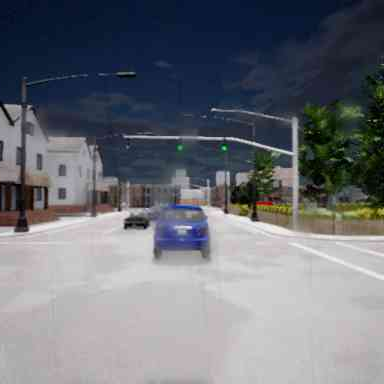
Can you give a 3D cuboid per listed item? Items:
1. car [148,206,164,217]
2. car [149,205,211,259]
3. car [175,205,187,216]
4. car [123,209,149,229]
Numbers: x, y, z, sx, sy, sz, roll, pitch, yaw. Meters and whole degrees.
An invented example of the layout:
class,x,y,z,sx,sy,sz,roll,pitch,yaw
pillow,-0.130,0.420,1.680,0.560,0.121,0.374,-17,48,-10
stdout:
class,x,y,z,sx,sy,sz,roll,pitch,yaw
car,-5.185,2.788,48.240,1.837,1.490,4.892,0,-2,-2
car,-0.431,1.598,14.408,2.150,2.045,5.566,0,-2,-2
car,-1.771,2.939,53.663,1.837,1.490,4.892,0,-2,-2
car,-4.597,2.363,28.368,1.895,1.301,4.718,0,-2,-2
